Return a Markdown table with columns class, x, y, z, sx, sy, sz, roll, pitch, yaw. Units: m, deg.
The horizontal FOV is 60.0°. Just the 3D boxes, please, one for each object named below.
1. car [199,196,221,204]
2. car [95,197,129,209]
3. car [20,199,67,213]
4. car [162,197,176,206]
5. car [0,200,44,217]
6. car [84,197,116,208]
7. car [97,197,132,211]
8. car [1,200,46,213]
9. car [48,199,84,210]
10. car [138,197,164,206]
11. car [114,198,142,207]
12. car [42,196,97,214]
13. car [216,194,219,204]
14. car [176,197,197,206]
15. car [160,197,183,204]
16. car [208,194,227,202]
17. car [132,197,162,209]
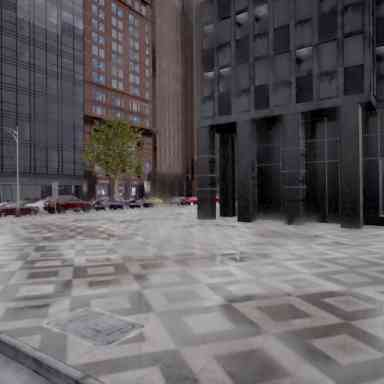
| class | x | y | z | sx | sy | sz | roll | pitch | yaw |
| --- | --- | --- | --- | --- | --- | --- | --- | --- | --- |
| car | 3.436 | 1.456 | 62.662 | 1.812 | 1.442 | 4.674 | -1 | 0 | 35 |
| car | -11.182 | 1.536 | 46.960 | 1.812 | 1.442 | 4.674 | -1 | 0 | 35 |
| car | -17.050 | 1.566 | 38.481 | 1.812 | 1.442 | 4.674 | -1 | 0 | 34 |
| car | -1.992 | 1.494 | 54.717 | 2.033 | 1.411 | 5.357 | -1 | 0 | 35 |
| car | -16.015 | 1.575 | 29.832 | 1.802 | 1.307 | 4.206 | -1 | 0 | 35 |
| car | -13.407 | 1.483 | 48.598 | 1.967 | 1.590 | 4.097 | -1 | 0 | 35 |
| car | -9.602 | 1.524 | 39.109 | 1.947 | 1.339 | 4.313 | -1 | 0 | 35 |
| car | -19.819 | 1.641 | 39.321 | 1.947 | 1.339 | 4.313 | -1 | 0 | 35 |
| car | -16.612 | 1.641 | 43.960 | 1.802 | 1.307 | 4.206 | -1 | 0 | 35 |
| car | -7.089 | 1.543 | 57.736 | 1.752 | 1.417 | 4.829 | -1 | 0 | 35 |
| car | -10.199 | 1.611 | 53.237 | 1.802 | 1.307 | 4.206 | -1 | 0 | 35 |
| car | -12.811 | 1.289 | 34.472 | 2.192 | 1.841 | 5.009 | -1 | 0 | 35 |
| car | 3.221 | 1.221 | 57.664 | 2.192 | 1.841 | 5.009 | -1 | 0 | 35 |
| car | 0.016 | 1.461 | 53.024 | 1.887 | 1.381 | 4.507 | -1 | 0 | 35 |
| car | -3.785 | 1.573 | 62.516 | 1.947 | 1.339 | 4.313 | -1 | 0 | 35 |
| car | 5.833 | 1.295 | 76.433 | 2.192 | 1.841 | 5.009 | -1 | 0 | 35 |
| car | -6.396 | 1.508 | 43.747 | 1.947 | 1.339 | 4.313 | -1 | 0 | 35 |
